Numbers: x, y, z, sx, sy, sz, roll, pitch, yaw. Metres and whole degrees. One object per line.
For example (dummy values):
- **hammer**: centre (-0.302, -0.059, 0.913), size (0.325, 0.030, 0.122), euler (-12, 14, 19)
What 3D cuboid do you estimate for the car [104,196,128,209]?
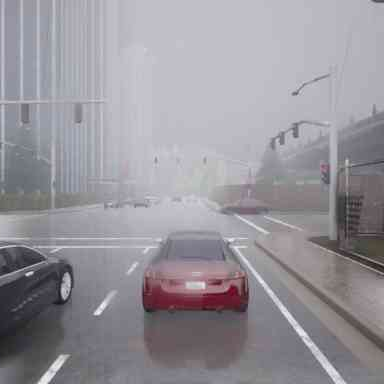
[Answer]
- **car**: centre (-10.609, 1.492, 45.352), size (2.128, 1.511, 4.902), euler (0, 0, 0)

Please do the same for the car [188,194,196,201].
- **car**: centre (-0.031, 1.361, 84.694), size (1.837, 1.490, 4.892), euler (0, 0, 0)

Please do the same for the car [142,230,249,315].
- **car**: centre (0.069, 1.564, 7.680), size (1.994, 1.385, 4.181), euler (0, 0, 0)

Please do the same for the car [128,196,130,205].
- **car**: centre (-10.604, 1.505, 54.596), size (1.837, 1.490, 4.892), euler (0, 0, 0)

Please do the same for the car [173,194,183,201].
- **car**: centre (-3.531, 1.386, 84.693), size (2.128, 1.511, 4.902), euler (0, 0, 0)

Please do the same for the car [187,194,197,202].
- **car**: centre (-0.028, 1.519, 74.585), size (1.812, 1.442, 4.674), euler (0, 0, 0)

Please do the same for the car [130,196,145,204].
- **car**: centre (-10.556, 1.547, 64.911), size (2.033, 1.411, 5.357), euler (0, 0, 1)

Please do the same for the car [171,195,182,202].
- **car**: centre (-3.528, 1.495, 74.269), size (1.837, 1.490, 4.892), euler (0, 0, 0)

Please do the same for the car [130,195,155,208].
- **car**: centre (-7.106, 1.547, 47.978), size (2.033, 1.411, 5.357), euler (0, 0, 0)

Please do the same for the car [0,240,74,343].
- **car**: centre (-3.444, 1.505, 5.222), size (1.837, 1.490, 4.892), euler (0, 0, 0)

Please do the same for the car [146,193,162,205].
- **car**: centre (-7.096, 1.221, 58.168), size (2.150, 2.045, 5.566), euler (0, 0, 1)

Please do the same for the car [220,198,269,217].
- **car**: centre (4.953, 1.391, 31.790), size (4.553, 1.767, 2.097), euler (0, 0, 0)
